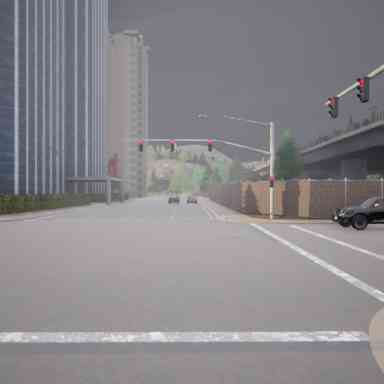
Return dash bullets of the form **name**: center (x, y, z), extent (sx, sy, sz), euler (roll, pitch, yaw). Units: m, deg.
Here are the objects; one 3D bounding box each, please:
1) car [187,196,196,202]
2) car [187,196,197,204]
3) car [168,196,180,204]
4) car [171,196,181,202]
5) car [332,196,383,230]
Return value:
- **car**: center (-0.104, 1.592, 74.547), extent (1.895, 1.301, 4.718), euler (0, 0, 0)
- **car**: center (0.009, 1.561, 64.585), extent (1.994, 1.385, 4.181), euler (0, 0, 0)
- **car**: center (-3.492, 1.475, 64.188), extent (1.882, 1.535, 5.008), euler (0, 0, 0)
- **car**: center (-3.603, 1.537, 74.406), extent (2.033, 1.411, 5.357), euler (0, 0, 0)
- **car**: center (11.816, 1.276, 20.920), extent (5.566, 2.045, 2.150), euler (0, 0, 0)
